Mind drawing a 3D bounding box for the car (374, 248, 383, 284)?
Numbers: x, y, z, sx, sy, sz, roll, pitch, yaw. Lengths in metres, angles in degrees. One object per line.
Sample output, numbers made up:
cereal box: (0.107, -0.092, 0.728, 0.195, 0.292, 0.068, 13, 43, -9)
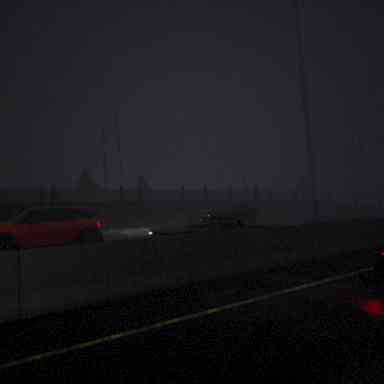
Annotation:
car: (6.416, 1.570, 8.325, 4.181, 1.385, 1.994, 0, 0, -36)

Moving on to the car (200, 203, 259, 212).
car: (2.552, 1.499, 23.001, 4.902, 1.511, 2.128, 0, 0, -35)

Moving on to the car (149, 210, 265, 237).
car: (0.630, 1.605, 13.038, 4.718, 1.301, 1.895, 0, 0, -35)

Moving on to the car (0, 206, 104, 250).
car: (-5.843, 1.352, 12.719, 4.553, 1.767, 2.097, 0, 0, -35)
